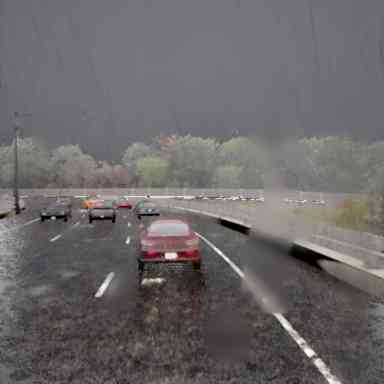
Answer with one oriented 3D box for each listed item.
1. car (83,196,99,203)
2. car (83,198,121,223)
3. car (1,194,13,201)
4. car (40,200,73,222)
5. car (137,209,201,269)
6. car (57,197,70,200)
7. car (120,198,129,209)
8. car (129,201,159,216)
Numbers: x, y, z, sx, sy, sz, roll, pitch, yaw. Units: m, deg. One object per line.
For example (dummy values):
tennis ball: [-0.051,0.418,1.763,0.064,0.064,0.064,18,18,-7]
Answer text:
car: [-13.164,1.308,43.967,2.097,1.767,4.553,0,0,-23]
car: [-6.717,1.465,25.137,2.128,1.511,4.902,0,0,-14]
car: [-44.226,1.348,80.092,4.553,1.767,2.097,0,0,39]
car: [-10.530,1.585,26.104,1.895,1.301,4.718,0,0,-15]
car: [-0.795,1.506,11.019,1.812,1.442,4.674,0,0,-6]
car: [-17.037,1.463,44.086,2.128,1.511,4.902,0,0,-25]
car: [-9.548,1.508,44.435,1.994,1.385,4.181,0,0,-23]
car: [-3.991,1.503,28.799,2.033,1.411,5.357,0,0,-15]
